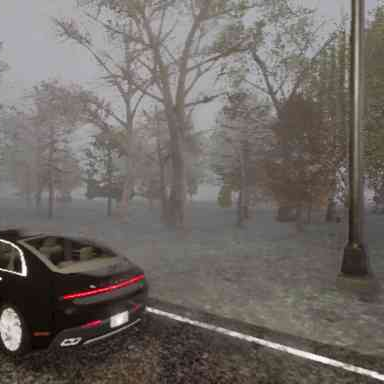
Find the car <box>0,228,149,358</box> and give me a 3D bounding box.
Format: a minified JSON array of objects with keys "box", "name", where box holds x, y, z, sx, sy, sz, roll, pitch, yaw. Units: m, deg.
[{"box":[-2.937,1.393,5.803,4.892,1.490,1.837,1,0,35],"name":"car"}]
